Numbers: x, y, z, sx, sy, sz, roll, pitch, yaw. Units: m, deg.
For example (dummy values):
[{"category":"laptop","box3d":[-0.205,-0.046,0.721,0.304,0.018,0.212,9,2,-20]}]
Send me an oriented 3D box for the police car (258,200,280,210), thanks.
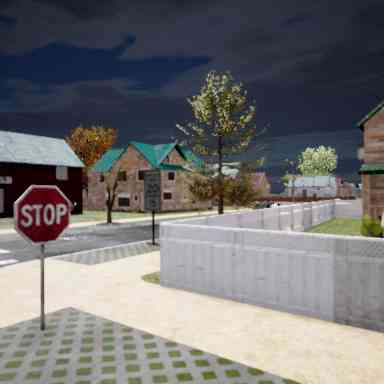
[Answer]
[{"category":"police car","box3d":[8.567,1.727,38.605,2.038,1.542,4.974,-1,-1,34]}]
